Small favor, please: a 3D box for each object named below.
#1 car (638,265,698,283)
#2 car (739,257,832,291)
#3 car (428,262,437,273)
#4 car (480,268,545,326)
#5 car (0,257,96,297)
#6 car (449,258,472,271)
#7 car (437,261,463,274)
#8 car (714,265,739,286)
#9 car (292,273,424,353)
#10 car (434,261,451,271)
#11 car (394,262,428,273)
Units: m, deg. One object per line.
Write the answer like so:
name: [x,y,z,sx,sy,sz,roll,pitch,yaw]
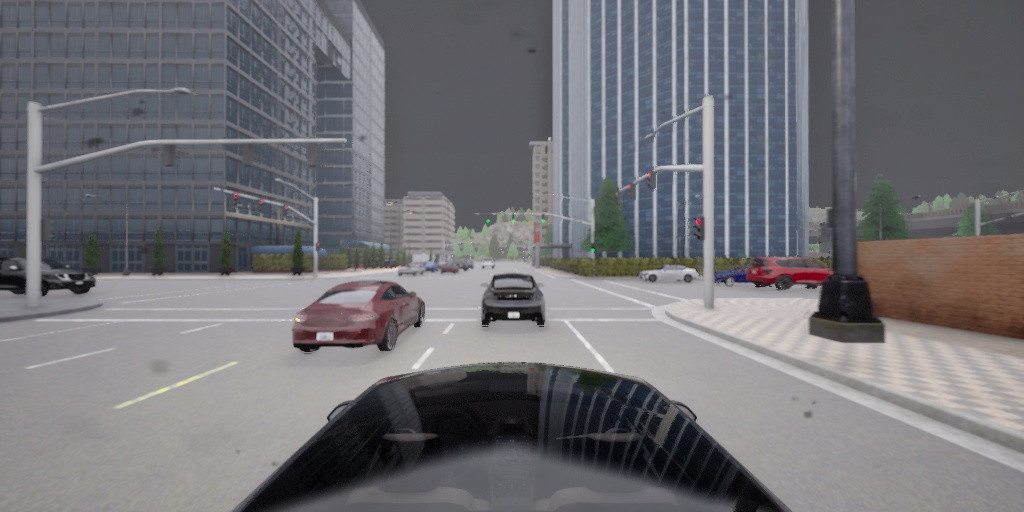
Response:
car: [13.026,1.456,30.005,4.674,1.442,1.812,0,0,1]
car: [18.097,1.107,22.872,5.566,2.045,2.150,0,0,-1]
car: [-11.474,1.535,50.117,1.882,1.535,5.008,0,0,-1]
car: [0.015,1.320,11.882,1.837,1.490,4.892,0,0,-1]
car: [-25.666,1.081,18.967,5.566,2.045,2.150,0,0,-1]
car: [-8.051,1.315,55.727,2.150,2.045,5.566,0,0,-1]
car: [-7.913,1.632,45.932,1.895,1.301,4.718,0,0,-1]
car: [17.209,1.387,26.561,5.008,1.535,1.882,0,0,-1]
car: [-3.479,1.321,8.864,1.812,1.442,4.674,0,0,-1]
car: [-11.597,1.596,59.748,1.882,1.535,5.008,0,0,0]
car: [-11.396,1.599,40.725,1.895,1.301,4.718,0,0,1]
